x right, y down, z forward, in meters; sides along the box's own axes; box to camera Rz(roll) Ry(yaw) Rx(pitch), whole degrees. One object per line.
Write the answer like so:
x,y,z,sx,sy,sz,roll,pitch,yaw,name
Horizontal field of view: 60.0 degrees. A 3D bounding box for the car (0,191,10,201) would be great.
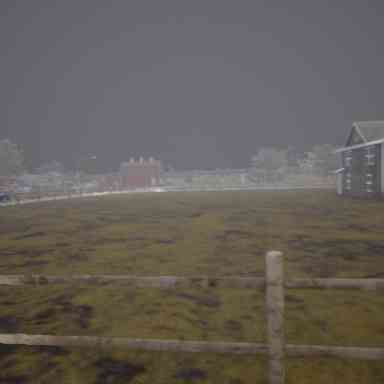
-24.230,0.610,39.986,1.882,1.535,5.008,-1,2,8,car
